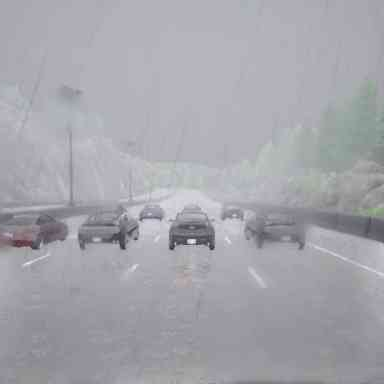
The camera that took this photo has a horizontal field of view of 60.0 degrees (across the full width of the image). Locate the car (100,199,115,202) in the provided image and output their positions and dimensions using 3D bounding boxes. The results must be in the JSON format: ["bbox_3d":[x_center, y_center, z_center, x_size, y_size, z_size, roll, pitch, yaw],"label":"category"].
[{"bbox_3d":[-17.500,2.169,70.998,1.994,1.385,4.181,0,-1,0],"label":"car"}]

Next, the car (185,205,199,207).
[{"bbox_3d":[0.000,1.825,29.694,1.994,1.385,4.181,0,-1,0],"label":"car"}]

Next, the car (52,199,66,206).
[{"bbox_3d":[-28.000,2.155,70.998,2.033,1.411,5.357,0,-1,0],"label":"car"}]

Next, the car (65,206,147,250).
[{"bbox_3d":[-3.500,1.576,14.673,2.128,1.511,4.902,0,-1,0],"label":"car"}]

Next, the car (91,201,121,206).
[{"bbox_3d":[-7.000,1.815,29.693,2.033,1.411,5.357,0,-1,0],"label":"car"}]

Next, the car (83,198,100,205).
[{"bbox_3d":[-21.000,1.971,71.030,2.097,1.767,4.553,0,-1,0],"label":"car"}]

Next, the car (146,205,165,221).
[{"bbox_3d":[-3.500,1.825,29.694,1.994,1.385,4.181,0,-1,0],"label":"car"}]

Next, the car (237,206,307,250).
[{"bbox_3d":[3.500,1.576,14.673,2.128,1.511,4.902,0,-1,0],"label":"car"}]

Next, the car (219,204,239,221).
[{"bbox_3d":[3.500,1.786,29.694,1.812,1.442,4.674,0,-1,0],"label":"car"}]

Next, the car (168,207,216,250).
[{"bbox_3d":[0.000,1.597,14.674,1.837,1.490,4.892,0,-1,0],"label":"car"}]

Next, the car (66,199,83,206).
[{"bbox_3d":[-24.500,2.168,70.998,1.994,1.385,4.181,0,-1,0],"label":"car"}]

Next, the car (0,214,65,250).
[{"bbox_3d":[-7.000,1.653,14.675,1.994,1.385,4.181,0,-1,0],"label":"car"}]
